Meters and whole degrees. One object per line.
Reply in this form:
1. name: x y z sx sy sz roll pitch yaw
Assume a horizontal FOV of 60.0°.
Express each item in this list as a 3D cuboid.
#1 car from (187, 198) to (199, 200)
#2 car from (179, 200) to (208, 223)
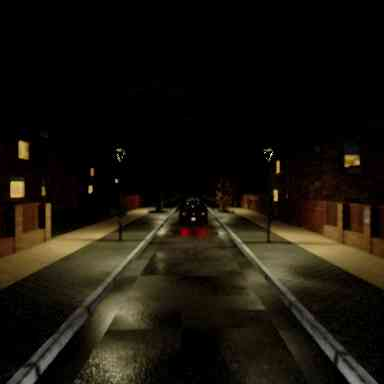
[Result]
1. car: 0.100 1.371 40.797 1.895 1.301 4.718 0 0 0
2. car: 0.099 1.459 23.707 1.895 1.301 4.718 0 0 0
